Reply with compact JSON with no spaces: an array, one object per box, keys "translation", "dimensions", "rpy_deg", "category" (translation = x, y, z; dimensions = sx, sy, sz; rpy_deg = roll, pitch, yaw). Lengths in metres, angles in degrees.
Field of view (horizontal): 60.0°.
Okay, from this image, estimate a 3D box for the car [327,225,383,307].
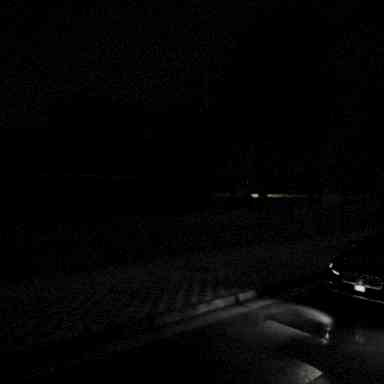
[{"translation":[4.959,1.474,7.481],"dimensions":[4.892,1.490,1.837],"rpy_deg":[0,0,-37],"category":"car"}]
